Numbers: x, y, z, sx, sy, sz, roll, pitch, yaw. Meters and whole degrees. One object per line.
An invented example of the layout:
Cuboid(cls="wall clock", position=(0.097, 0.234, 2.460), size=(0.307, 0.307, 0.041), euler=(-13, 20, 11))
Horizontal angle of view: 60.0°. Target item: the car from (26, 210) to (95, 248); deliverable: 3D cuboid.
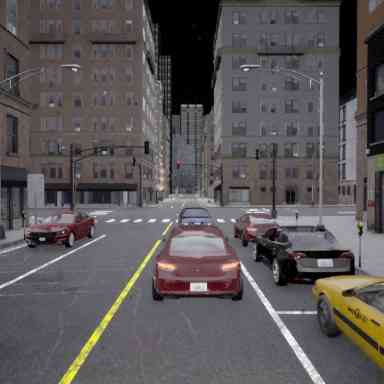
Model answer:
Cuboid(cls="car", position=(-5.671, 1.540, 14.828), size=(1.887, 1.381, 4.507), euler=(-1, 0, 0))

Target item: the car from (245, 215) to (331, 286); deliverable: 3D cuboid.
Cuboid(cls="car", position=(2.871, 1.563, 9.241), size=(1.947, 1.339, 4.313), euler=(-1, 0, 0))

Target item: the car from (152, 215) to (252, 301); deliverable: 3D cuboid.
Cuboid(cls="car", position=(0.103, 1.524, 8.210), size=(1.812, 1.442, 4.674), euler=(0, 0, 0))

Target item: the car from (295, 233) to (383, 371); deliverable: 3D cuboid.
Cuboid(cls="car", position=(2.868, 1.524, 3.825), size=(1.752, 1.417, 4.829), euler=(-1, 0, 0))

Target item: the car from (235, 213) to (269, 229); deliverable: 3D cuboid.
Cuboid(cls="car", position=(2.874, 1.578, 14.827), size=(1.802, 1.307, 4.206), euler=(-1, 0, 0))

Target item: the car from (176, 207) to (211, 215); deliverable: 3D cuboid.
Cuboid(cls="car", position=(0.141, 1.542, 18.231), size=(2.033, 1.411, 5.357), euler=(0, 0, -3))
